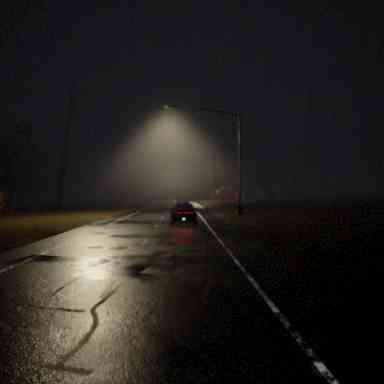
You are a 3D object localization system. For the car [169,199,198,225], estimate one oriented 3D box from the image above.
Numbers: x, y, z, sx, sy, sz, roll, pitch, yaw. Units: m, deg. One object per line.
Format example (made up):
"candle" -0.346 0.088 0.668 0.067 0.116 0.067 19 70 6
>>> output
"car" -0.626 1.564 24.841 1.837 1.490 4.892 0 0 -2

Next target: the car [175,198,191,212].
"car" -1.139 1.577 41.680 1.882 1.535 5.008 0 0 -2
